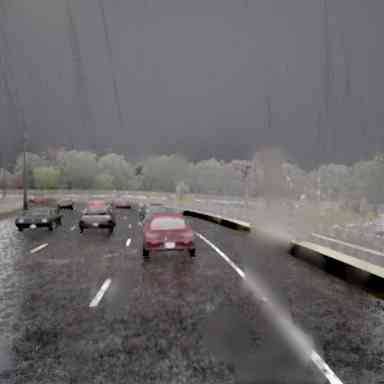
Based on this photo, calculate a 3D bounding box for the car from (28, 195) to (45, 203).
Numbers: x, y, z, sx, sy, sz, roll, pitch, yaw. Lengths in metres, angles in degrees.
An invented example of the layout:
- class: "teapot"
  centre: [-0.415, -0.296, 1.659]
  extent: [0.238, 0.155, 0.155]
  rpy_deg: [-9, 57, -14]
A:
- class: "car"
  centre: [-31.453, 1.423, 67.237]
  extent: [2.097, 1.767, 4.553]
  rpy_deg: [0, 0, -40]

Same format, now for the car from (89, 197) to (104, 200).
- class: "car"
  centre: [-11.940, 1.353, 41.322]
  extent: [2.097, 1.767, 4.553]
  rpy_deg: [0, 0, -22]

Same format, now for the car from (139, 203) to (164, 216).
- class: "car"
  centre: [-2.742, 1.527, 23.889]
  extent: [2.033, 1.411, 5.357]
  rpy_deg: [0, 0, -12]

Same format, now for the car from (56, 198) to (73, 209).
- class: "car"
  centre: [-16.834, 1.516, 43.932]
  extent: [2.128, 1.511, 4.902]
  rpy_deg: [0, 0, -24]

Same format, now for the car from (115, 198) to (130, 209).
- class: "car"
  centre: [-9.717, 1.549, 45.087]
  extent: [1.994, 1.385, 4.181]
  rpy_deg: [0, 0, -24]

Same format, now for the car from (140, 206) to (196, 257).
- class: "car"
  centre: [-0.964, 1.512, 12.844]
  extent: [1.812, 1.442, 4.674]
  rpy_deg: [0, 0, -7]

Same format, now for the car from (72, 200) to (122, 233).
- class: "car"
  centre: [-5.490, 1.492, 19.794]
  extent: [2.128, 1.511, 4.902]
  rpy_deg: [0, 0, -11]

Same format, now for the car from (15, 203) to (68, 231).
- class: "car"
  centre: [-9.226, 1.619, 20.590]
  extent: [1.895, 1.301, 4.718]
  rpy_deg: [0, 0, -12]
